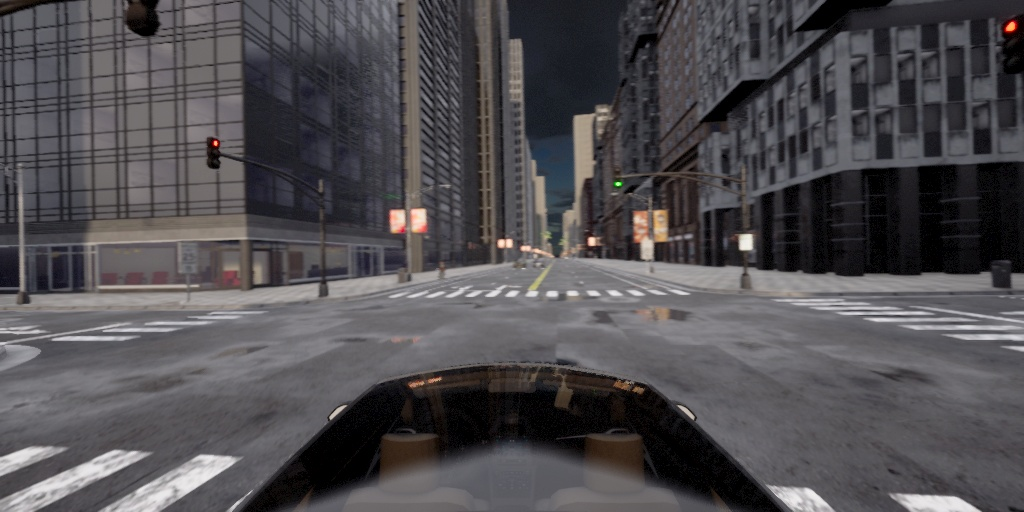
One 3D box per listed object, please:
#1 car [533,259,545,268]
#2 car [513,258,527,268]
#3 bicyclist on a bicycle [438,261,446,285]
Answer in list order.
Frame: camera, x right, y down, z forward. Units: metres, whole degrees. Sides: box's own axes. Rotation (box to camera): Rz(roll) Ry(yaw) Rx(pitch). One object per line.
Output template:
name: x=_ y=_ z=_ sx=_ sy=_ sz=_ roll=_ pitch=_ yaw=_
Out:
car: x=4.607 y=1.263 z=61.166 sx=2.128 sy=1.511 sz=4.902 roll=-1 pitch=0 yaw=7
car: x=1.385 y=1.197 z=61.608 sx=2.097 sy=1.767 sz=4.553 roll=-1 pitch=0 yaw=7
bicyclist on a bicycle: x=-5.309 y=1.287 z=26.995 sx=0.659 sy=1.776 sz=1.843 roll=-1 pitch=0 yaw=7
